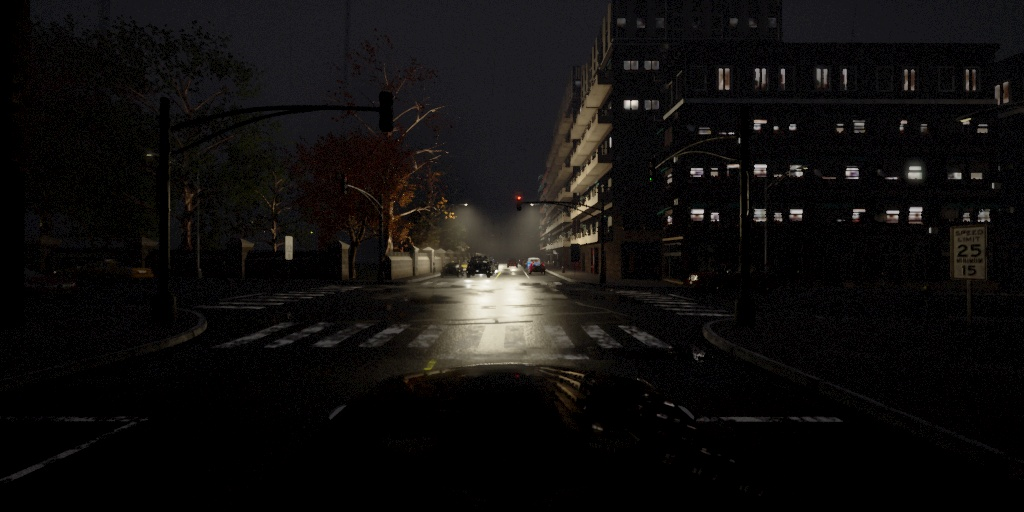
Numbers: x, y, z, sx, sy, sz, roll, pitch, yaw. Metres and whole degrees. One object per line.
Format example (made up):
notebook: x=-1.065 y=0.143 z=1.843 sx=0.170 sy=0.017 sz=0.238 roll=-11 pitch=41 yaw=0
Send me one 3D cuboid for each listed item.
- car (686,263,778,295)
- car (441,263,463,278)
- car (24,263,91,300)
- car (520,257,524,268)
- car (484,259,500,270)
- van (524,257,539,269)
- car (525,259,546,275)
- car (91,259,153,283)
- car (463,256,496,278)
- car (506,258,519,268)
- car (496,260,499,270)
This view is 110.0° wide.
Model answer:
car: x=13.479 y=1.353 z=21.998 sx=5.009 sy=1.841 sz=2.192 roll=0 pitch=0 yaw=0
car: x=-5.642 y=1.330 z=34.367 sx=1.948 sy=1.339 sz=4.313 roll=0 pitch=0 yaw=0
car: x=-18.945 y=1.007 z=13.356 sx=4.207 sy=1.307 sz=1.802 roll=0 pitch=0 yaw=0
car: x=2.772 y=1.230 z=56.875 sx=1.967 sy=1.591 sz=4.097 roll=0 pitch=0 yaw=0
car: x=-3.010 y=1.279 z=55.005 sx=2.128 sy=1.511 sz=4.902 roll=0 pitch=0 yaw=0
van: x=2.756 y=1.116 z=45.615 sx=1.690 sy=1.789 sz=3.998 roll=0 pitch=0 yaw=0
car: x=2.747 y=1.314 z=39.985 sx=1.888 sy=1.381 sz=4.507 roll=0 pitch=0 yaw=0
car: x=-24.714 y=0.882 z=21.690 sx=4.829 sy=1.417 sz=1.751 roll=0 pitch=0 yaw=0
car: x=-3.037 y=0.986 z=34.654 sx=2.150 sy=2.045 sz=5.566 roll=0 pitch=0 yaw=1
car: x=0.090 y=1.304 z=62.659 sx=1.837 sy=1.490 sz=4.892 roll=0 pitch=0 yaw=0
car: x=-3.034 y=1.322 z=44.906 sx=2.033 sy=1.411 sz=5.357 roll=0 pitch=0 yaw=0
